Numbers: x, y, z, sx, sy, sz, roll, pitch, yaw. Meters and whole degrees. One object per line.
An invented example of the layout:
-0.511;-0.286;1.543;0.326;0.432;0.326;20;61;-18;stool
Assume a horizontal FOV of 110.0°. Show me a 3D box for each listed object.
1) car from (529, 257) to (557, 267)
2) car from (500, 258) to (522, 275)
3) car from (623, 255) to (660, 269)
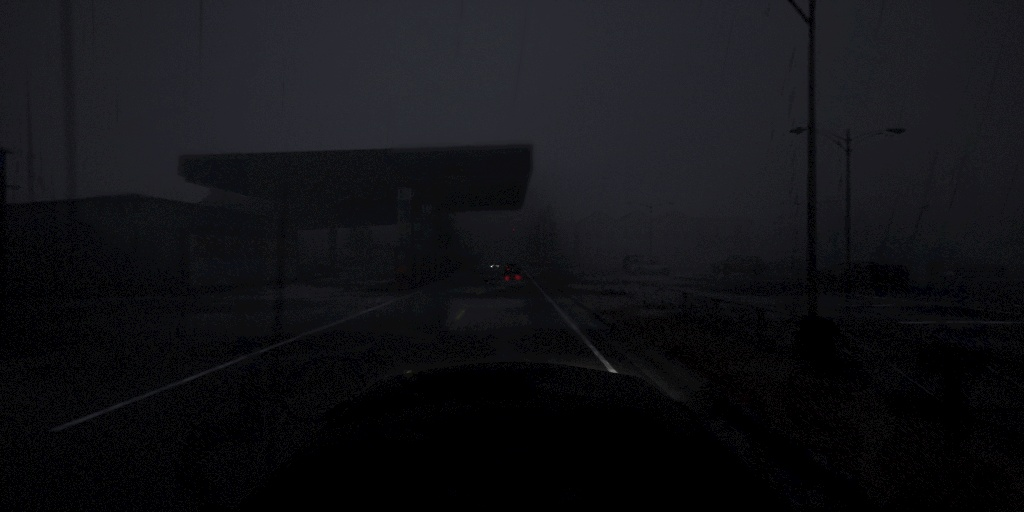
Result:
5.205;0.895;59.804;4.553;1.767;2.097;0;0;8;car
0.061;1.234;38.843;2.128;1.511;4.902;0;0;0;car
21.479;1.057;59.479;4.674;1.442;1.812;0;0;0;car
